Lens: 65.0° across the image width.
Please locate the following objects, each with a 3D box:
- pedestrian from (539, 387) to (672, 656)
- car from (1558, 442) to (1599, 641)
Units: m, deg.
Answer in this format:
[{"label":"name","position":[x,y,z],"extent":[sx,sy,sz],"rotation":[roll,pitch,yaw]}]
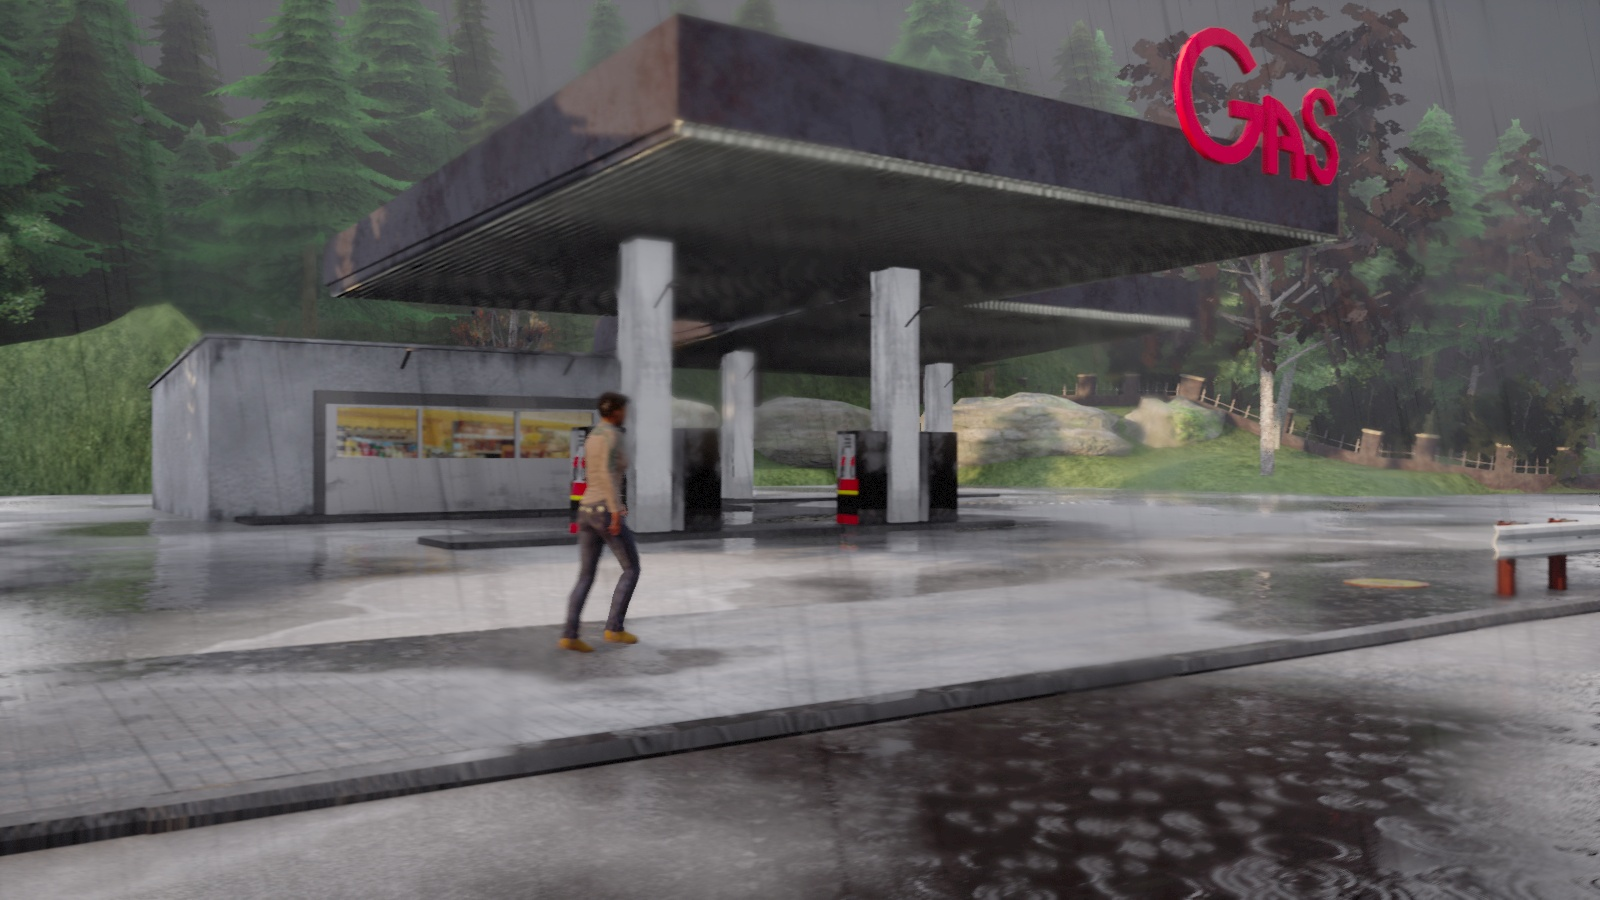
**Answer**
[{"label":"pedestrian","position":[-1.359,0.479,8.805],"extent":[0.869,1.805,0.328],"rotation":[0,0,-37]},{"label":"car","position":[8.489,0.699,9.860],"extent":[4.514,1.525,2.007],"rotation":[0,0,-21]}]
